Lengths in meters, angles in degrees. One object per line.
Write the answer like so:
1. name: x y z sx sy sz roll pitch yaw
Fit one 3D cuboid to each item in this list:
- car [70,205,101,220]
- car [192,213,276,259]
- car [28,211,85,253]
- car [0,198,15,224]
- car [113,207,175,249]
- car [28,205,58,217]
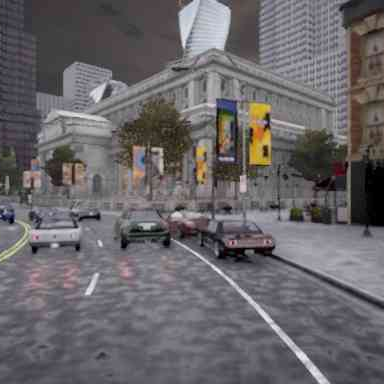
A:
1. car: -9.962 1.865 30.663 1.994 1.385 4.181 0 -1 -36
2. car: 1.501 1.720 13.226 1.895 1.301 4.718 0 -1 -11
3. car: -5.828 1.746 14.644 1.895 1.301 4.718 0 -1 -18
4. car: -15.817 1.476 26.838 2.150 2.045 5.566 0 -1 -36
5. car: -2.482 1.502 15.663 2.097 1.767 4.553 0 -1 -18
6. car: -12.639 1.829 28.411 2.033 1.411 5.357 0 -1 -35
